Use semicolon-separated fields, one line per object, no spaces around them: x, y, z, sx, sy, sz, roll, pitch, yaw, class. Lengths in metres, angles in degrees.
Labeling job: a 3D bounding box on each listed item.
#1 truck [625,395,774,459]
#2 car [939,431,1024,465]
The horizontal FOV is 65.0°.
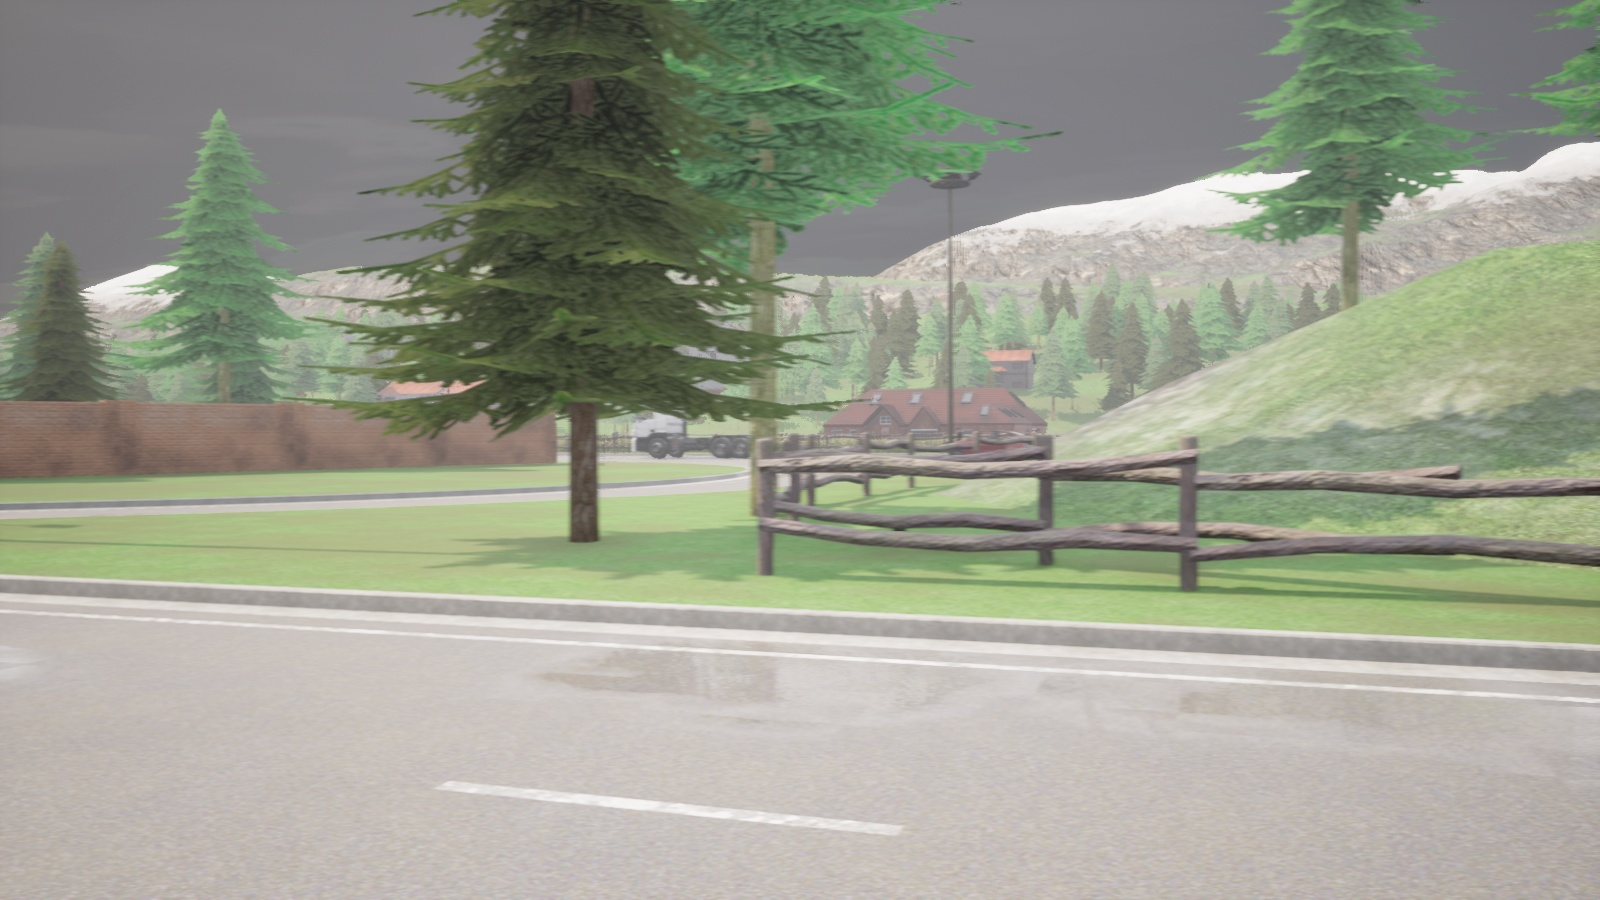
-5.703;-1.301;71.209;7.936;3.462;2.891;0;1;19;truck
8.539;-0.101;58.998;3.705;1.549;1.789;1;1;19;car
